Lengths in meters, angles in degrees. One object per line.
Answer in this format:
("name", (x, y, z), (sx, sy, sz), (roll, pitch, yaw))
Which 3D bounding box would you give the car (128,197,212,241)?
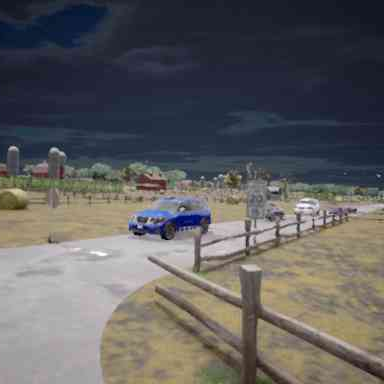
("car", (-0.971, 1.336, 18.211), (2.150, 2.045, 5.566), (3, 1, 33))

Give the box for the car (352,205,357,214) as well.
("car", (25.368, 2.746, 53.664), (1.895, 1.301, 4.718), (3, 0, 33))

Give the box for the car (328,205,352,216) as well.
("car", (19.650, 2.468, 44.819), (2.033, 1.411, 5.357), (3, 0, 33))

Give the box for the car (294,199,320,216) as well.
("car", (14.761, 1.914, 42.535), (2.150, 2.045, 5.566), (3, 2, 33))

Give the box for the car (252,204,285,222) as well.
("car", (7.131, 1.919, 30.810), (1.837, 1.490, 4.892), (3, 0, 33))
